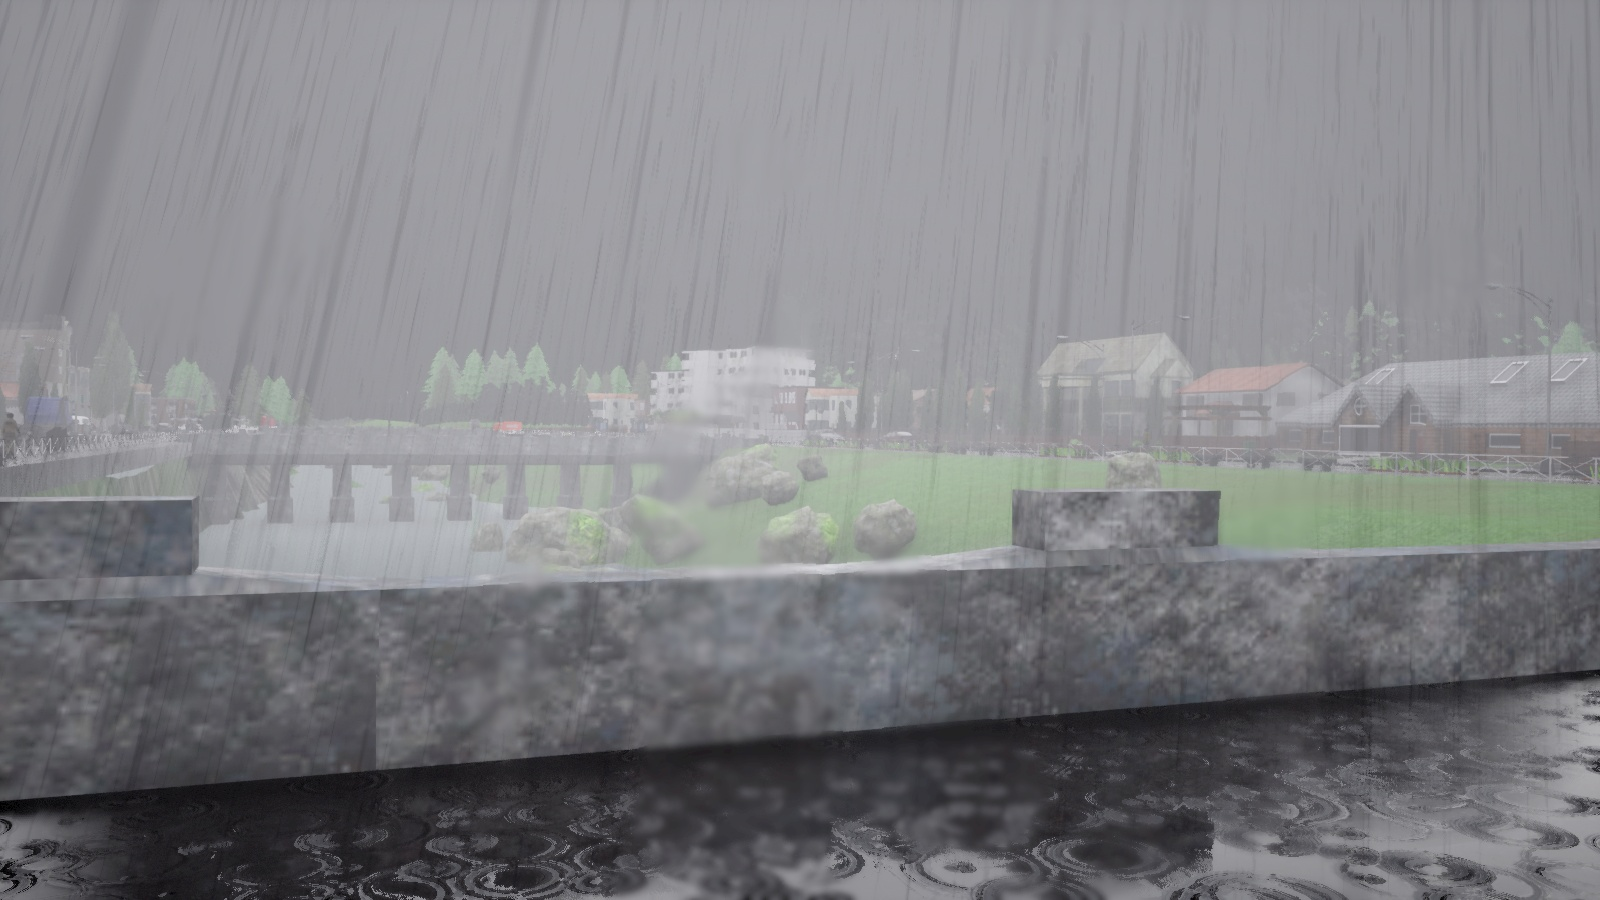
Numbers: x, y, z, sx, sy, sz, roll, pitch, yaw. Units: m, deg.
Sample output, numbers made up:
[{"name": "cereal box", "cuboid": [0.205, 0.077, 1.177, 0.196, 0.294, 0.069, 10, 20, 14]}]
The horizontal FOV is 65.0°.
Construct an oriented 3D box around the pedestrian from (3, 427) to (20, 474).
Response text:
[{"name": "pedestrian", "cuboid": [-32.539, 0.017, 51.803, 0.396, 1.930, 0.692, -1, 1, -17]}]
